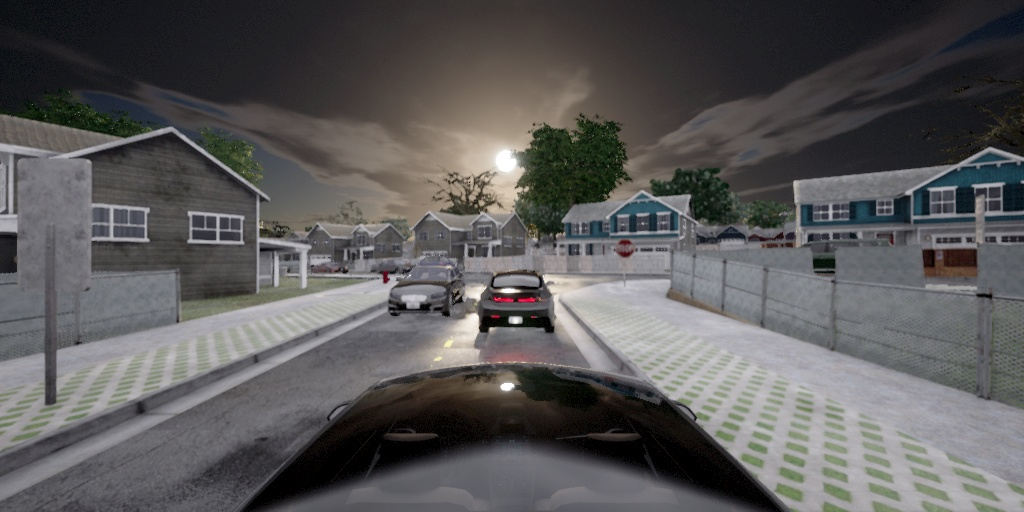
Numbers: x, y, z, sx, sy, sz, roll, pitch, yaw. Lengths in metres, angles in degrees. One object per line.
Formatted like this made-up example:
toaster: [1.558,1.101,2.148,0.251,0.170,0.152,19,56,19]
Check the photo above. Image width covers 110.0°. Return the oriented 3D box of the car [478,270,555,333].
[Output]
car: [0.170,1.120,10.223,1.837,1.490,4.892,0,1,2]

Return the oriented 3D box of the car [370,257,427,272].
car: [-10.660,1.051,32.818,5.357,1.411,2.033,-1,-1,32]

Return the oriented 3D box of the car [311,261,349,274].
car: [-19.320,1.259,38.050,4.181,1.385,1.994,-1,-1,30]

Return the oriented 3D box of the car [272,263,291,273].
car: [-28.963,1.404,43.603,4.902,1.511,2.128,-1,-1,29]

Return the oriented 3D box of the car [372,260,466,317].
car: [-2.746,1.074,12.404,2.128,1.511,4.902,0,1,0]

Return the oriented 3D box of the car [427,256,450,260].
car: [-7.726,0.834,34.387,4.553,1.767,2.097,-1,-1,34]

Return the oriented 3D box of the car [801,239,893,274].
car: [15.927,0.216,18.430,5.566,2.045,2.150,-1,-1,36]
